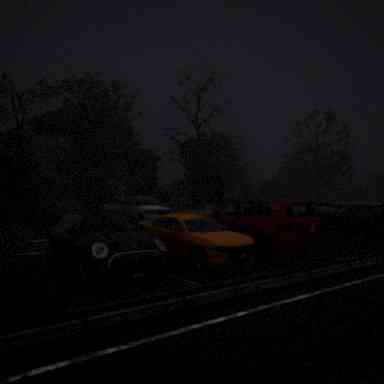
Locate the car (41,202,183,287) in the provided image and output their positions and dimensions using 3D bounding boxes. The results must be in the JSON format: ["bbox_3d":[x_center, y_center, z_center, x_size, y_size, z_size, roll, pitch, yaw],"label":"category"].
[{"bbox_3d":[-2.516,1.316,9.403,2.185,1.767,4.553,1,-1,-36],"label":"car"}]

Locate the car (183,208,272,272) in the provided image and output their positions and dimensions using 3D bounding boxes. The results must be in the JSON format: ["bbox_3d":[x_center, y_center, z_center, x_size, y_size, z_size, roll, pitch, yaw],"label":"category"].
[{"bbox_3d":[-0.045,1.489,11.163,2.097,1.535,5.008,1,-1,-36],"label":"car"}]

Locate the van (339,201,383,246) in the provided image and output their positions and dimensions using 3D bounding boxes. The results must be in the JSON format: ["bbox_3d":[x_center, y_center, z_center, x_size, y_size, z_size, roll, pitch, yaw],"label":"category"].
[{"bbox_3d":[7.277,1.443,16.589,1.878,1.987,4.442,2,-1,-36],"label":"van"}]

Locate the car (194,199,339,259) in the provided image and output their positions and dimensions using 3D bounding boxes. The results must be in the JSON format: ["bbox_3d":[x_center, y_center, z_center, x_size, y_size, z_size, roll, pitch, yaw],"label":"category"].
[{"bbox_3d":[2.305,1.284,12.899,2.435,2.045,5.566,1,-1,-36],"label":"car"}]

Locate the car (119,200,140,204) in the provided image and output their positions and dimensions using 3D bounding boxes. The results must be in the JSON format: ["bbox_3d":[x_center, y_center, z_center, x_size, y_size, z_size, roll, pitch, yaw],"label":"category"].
[{"bbox_3d":[-5.786,1.519,22.142,2.231,1.521,4.892,1,-1,-36],"label":"car"}]

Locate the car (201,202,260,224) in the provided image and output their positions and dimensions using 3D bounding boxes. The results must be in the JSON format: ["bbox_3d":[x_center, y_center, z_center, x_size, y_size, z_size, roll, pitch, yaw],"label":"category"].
[{"bbox_3d":[3.163,1.763,28.825,1.946,1.575,5.366,2,-1,-36],"label":"car"}]

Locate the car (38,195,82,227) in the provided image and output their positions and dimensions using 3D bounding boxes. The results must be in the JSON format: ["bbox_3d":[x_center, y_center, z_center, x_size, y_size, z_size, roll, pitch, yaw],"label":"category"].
[{"bbox_3d":[-7.930,1.224,20.559,2.435,2.045,5.566,1,-1,-36],"label":"car"}]

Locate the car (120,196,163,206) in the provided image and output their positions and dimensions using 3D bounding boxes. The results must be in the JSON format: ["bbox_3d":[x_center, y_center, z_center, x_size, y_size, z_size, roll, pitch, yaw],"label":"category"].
[{"bbox_3d":[-3.509,1.315,23.767,2.435,2.045,5.566,1,-1,-36],"label":"car"}]

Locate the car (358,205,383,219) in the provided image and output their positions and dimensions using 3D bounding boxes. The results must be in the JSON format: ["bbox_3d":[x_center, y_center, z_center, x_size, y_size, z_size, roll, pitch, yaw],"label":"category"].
[{"bbox_3d":[24.979,2.676,44.296,2.185,1.767,4.553,3,-2,-35],"label":"car"}]

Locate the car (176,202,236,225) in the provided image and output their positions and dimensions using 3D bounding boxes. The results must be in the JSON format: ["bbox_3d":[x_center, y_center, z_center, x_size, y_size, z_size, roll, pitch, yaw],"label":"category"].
[{"bbox_3d":[1.003,1.693,27.273,1.946,1.575,5.366,2,-1,-36],"label":"car"}]

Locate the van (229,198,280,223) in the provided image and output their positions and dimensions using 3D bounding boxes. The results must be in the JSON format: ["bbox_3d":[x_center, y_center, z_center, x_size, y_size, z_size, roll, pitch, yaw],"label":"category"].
[{"bbox_3d":[5.613,1.620,30.214,1.878,1.987,4.442,2,-1,-36],"label":"van"}]
